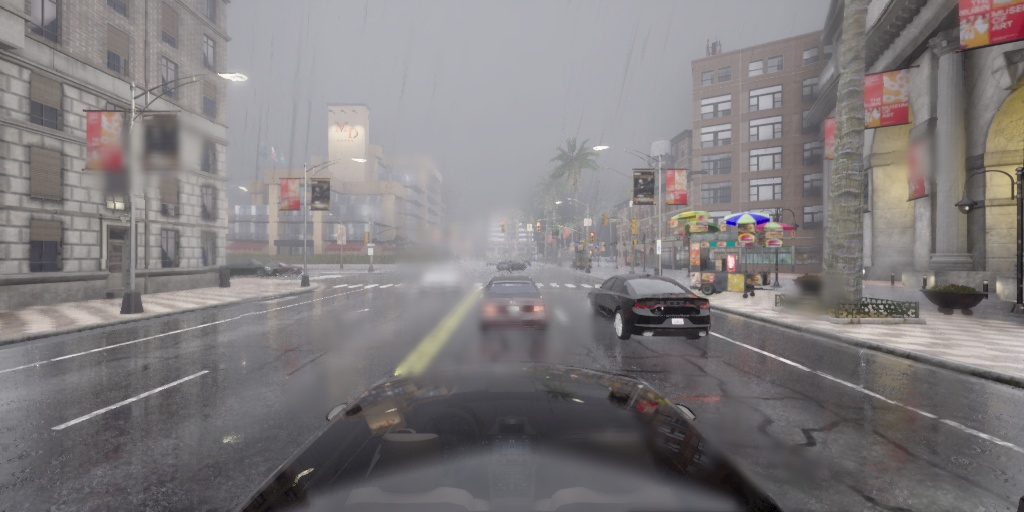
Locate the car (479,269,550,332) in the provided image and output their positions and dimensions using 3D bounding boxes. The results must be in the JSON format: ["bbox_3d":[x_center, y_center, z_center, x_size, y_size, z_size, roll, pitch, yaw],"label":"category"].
[{"bbox_3d":[-0.006,1.297,10.846,2.033,1.411,5.357,0,0,-2],"label":"car"}]

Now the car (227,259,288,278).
[{"bbox_3d":[-23.746,1.102,32.903,4.553,1.767,2.097,0,0,0],"label":"car"}]

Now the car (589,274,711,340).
[{"bbox_3d":[3.485,1.228,10.031,1.882,1.535,5.008,0,0,0],"label":"car"}]

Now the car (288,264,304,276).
[{"bbox_3d":[-23.687,1.276,36.443,4.674,1.442,1.812,0,0,-1],"label":"car"}]

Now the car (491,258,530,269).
[{"bbox_3d":[-0.040,1.241,45.075,2.128,1.511,4.902,0,0,35],"label":"car"}]

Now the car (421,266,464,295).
[{"bbox_3d":[-3.778,1.276,20.139,1.812,1.442,4.674,0,0,-2],"label":"car"}]
